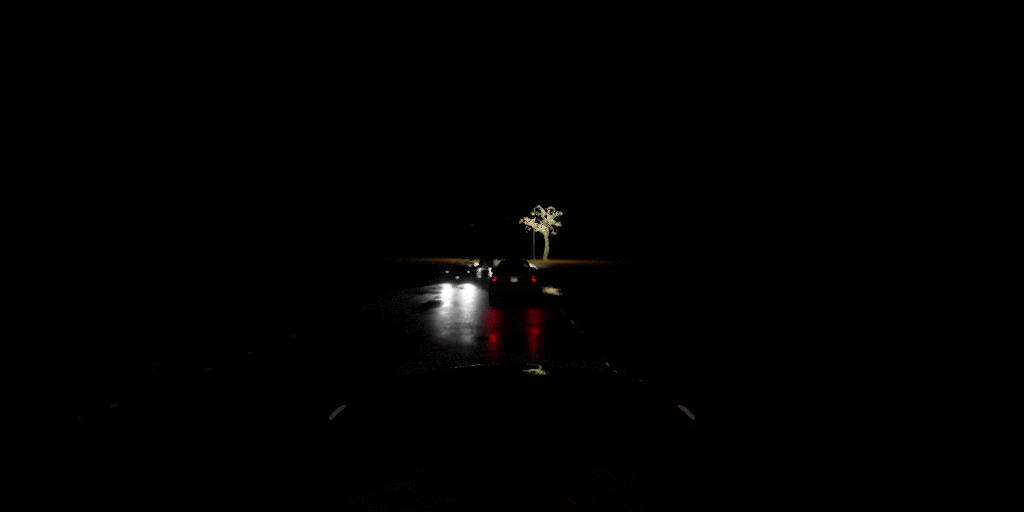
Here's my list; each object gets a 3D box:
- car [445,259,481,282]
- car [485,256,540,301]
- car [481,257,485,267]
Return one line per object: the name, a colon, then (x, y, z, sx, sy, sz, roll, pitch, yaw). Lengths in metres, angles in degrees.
car: (-3.604, 1.109, 25.976, 1.895, 1.301, 4.718, 0, 1, 0)
car: (0.086, 0.954, 16.380, 2.097, 1.767, 4.553, 0, 0, 0)
car: (-3.516, 0.791, 49.474, 1.812, 1.442, 4.674, 0, 0, 0)
